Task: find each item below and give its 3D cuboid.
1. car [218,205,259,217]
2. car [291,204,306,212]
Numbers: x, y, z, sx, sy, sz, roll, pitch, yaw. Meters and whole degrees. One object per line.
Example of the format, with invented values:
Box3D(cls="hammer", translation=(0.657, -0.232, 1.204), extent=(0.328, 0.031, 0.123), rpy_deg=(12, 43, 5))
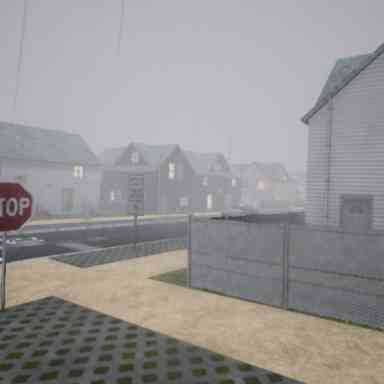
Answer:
Box3D(cls="car", translation=(4.598, 1.939, 31.859), extent=(2.033, 1.411, 5.357), rpy_deg=(3, 0, 37))
Box3D(cls="car", translation=(15.261, 2.372, 46.121), extent=(1.812, 1.442, 4.674), rpy_deg=(3, 0, 36))
